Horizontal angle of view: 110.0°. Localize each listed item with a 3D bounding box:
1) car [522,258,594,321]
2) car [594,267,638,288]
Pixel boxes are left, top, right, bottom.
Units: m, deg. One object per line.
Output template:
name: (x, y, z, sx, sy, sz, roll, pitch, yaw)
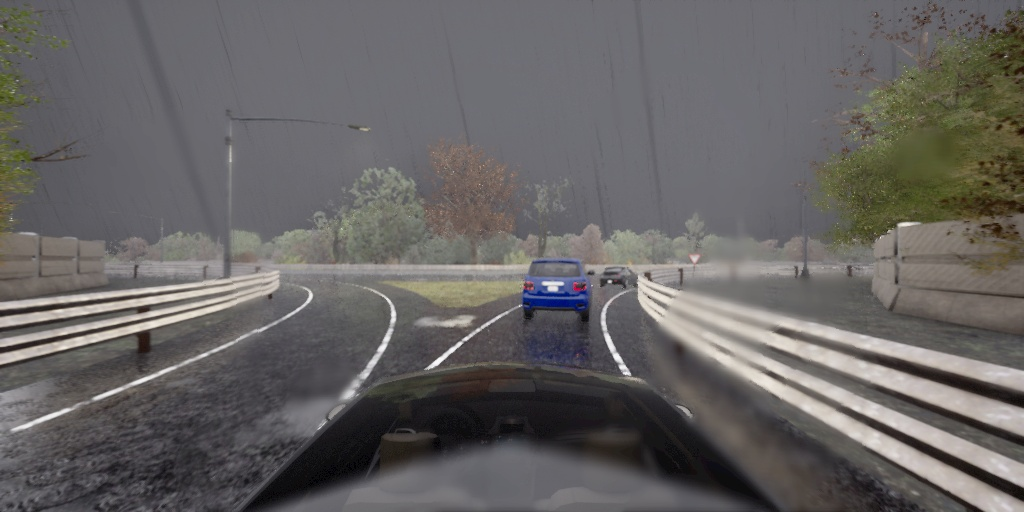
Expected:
car: (1.842, 1.104, 13.384, 2.150, 2.045, 5.566, 0, -1, 13)
car: (8.027, 1.544, 26.669, 1.837, 1.490, 4.892, 0, -1, 33)
